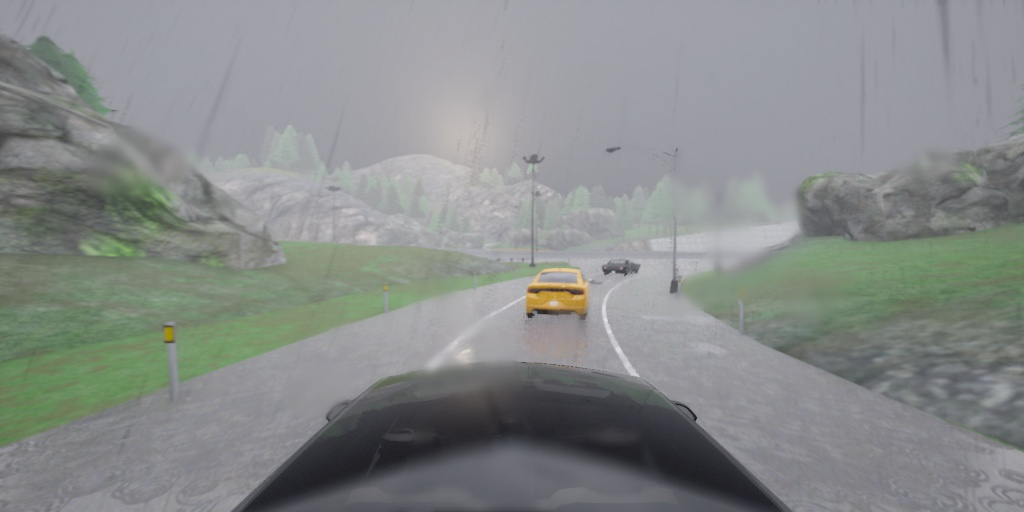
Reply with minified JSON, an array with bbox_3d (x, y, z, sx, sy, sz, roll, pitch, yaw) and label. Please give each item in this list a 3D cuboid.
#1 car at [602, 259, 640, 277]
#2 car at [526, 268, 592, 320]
[{"bbox_3d":[9.136,0.910,29.695,1.895,1.301,4.718,2,2,34],"label":"car"},{"bbox_3d":[1.743,1.164,12.563,1.882,1.535,5.008,1,1,13],"label":"car"}]
